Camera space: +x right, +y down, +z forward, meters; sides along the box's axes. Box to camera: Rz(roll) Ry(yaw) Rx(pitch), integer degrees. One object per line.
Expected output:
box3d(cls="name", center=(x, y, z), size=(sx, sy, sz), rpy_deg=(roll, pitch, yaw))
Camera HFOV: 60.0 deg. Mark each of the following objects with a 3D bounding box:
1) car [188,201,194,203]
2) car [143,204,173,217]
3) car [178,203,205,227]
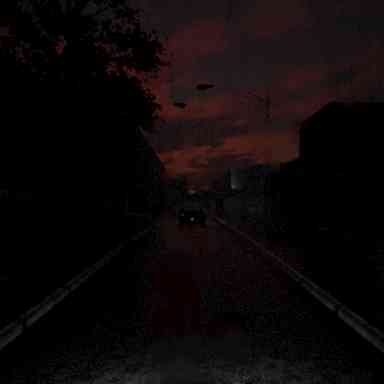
box3d(cls="car", center=(-0.383, 3.559, 92.982), size=(1.895, 1.301, 4.718), rpy_deg=(0, -1, 0))
box3d(cls="car", center=(-4.185, 2.240, 40.383), size=(1.837, 1.490, 4.892), rpy_deg=(5, -3, -36))
box3d(cls="car", center=(-0.016, 1.816, 25.410), size=(1.882, 1.535, 5.008), rpy_deg=(0, -2, -1))
